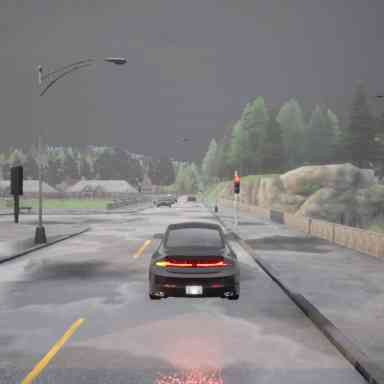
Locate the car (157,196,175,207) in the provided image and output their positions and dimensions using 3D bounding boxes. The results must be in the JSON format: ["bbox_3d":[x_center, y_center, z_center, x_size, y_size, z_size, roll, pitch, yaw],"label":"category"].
[{"bbox_3d":[-4.114,1.564,49.740,1.994,1.385,4.181,0,0,0],"label":"car"}]

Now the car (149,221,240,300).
[{"bbox_3d":[0.058,1.505,8.375,1.837,1.490,4.892,0,0,0],"label":"car"}]

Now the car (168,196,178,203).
[{"bbox_3d":[-4.026,1.595,69.937,1.895,1.301,4.718,0,0,0],"label":"car"}]

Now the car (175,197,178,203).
[{"bbox_3d":[-4.100,1.505,59.755,1.837,1.490,4.892,0,0,0],"label":"car"}]

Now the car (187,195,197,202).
[{"bbox_3d":[-0.027,1.324,70.993,1.882,1.535,5.008,0,0,0],"label":"car"}]
